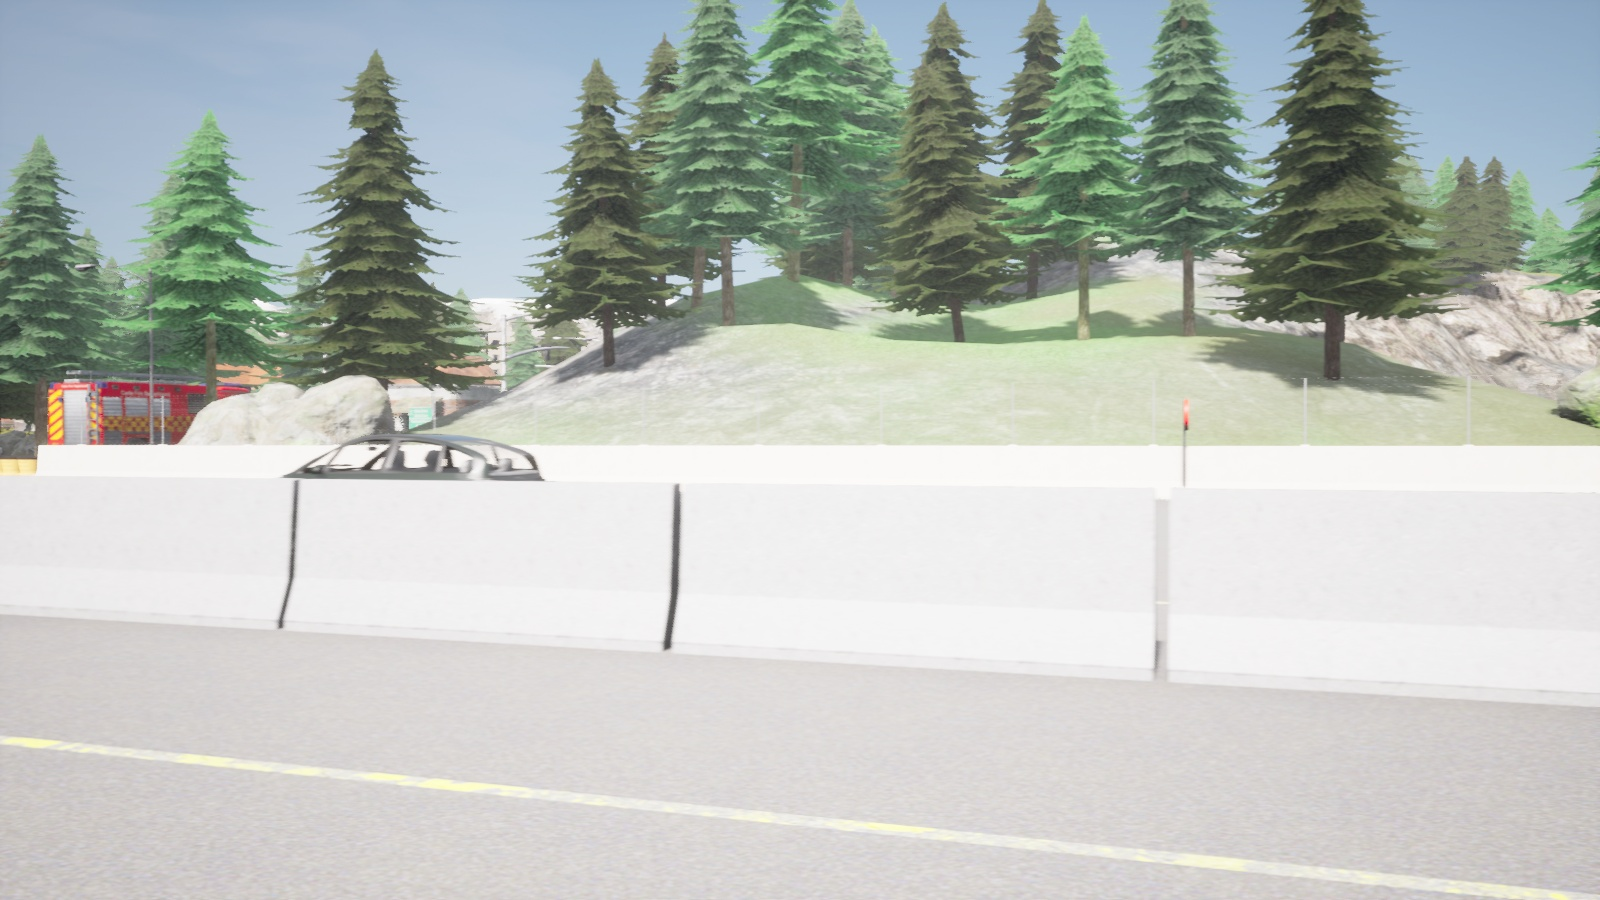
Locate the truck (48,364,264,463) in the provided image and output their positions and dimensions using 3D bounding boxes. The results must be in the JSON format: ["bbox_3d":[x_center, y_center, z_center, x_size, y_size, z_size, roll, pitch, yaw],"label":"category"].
[{"bbox_3d":[-26.940,-1.486,53.137,2.891,3.827,8.468,1,1,19],"label":"truck"}]

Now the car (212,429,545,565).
[{"bbox_3d":[-5.357,0.530,16.073,3.705,1.549,1.789,1,1,19],"label":"car"}]
